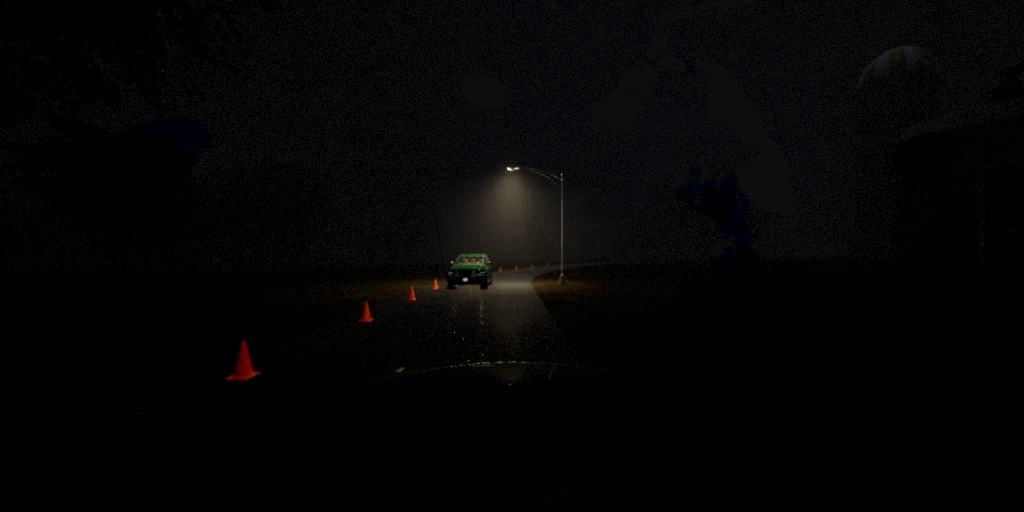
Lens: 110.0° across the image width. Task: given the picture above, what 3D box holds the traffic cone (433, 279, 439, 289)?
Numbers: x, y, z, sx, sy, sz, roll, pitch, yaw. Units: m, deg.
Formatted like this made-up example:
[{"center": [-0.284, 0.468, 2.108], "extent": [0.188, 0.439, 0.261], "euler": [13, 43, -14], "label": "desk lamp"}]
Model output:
[{"center": [-4.454, 1.616, 20.917], "extent": [0.340, 0.580, 0.340], "euler": [0, 0, 0], "label": "traffic cone"}]

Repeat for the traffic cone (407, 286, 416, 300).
[{"center": [-4.446, 1.641, 15.917], "extent": [0.340, 0.580, 0.340], "euler": [0, 0, 0], "label": "traffic cone"}]

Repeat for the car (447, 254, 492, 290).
[{"center": [-2.417, 0.877, 21.667], "extent": [2.150, 2.045, 5.566], "euler": [0, 0, 1], "label": "car"}]

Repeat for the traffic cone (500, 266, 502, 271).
[{"center": [-1.314, 1.463, 41.382], "extent": [0.340, 0.580, 0.340], "euler": [0, 0, 19], "label": "traffic cone"}]

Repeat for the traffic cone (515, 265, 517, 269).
[{"center": [0.564, 1.395, 46.245], "extent": [0.340, 0.580, 0.340], "euler": [0, 0, 24], "label": "traffic cone"}]

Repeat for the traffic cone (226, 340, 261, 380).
[{"center": [-4.429, 1.692, 5.917], "extent": [0.340, 0.580, 0.340], "euler": [0, 0, 0], "label": "traffic cone"}]

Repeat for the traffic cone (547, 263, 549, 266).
[{"center": [5.546, 1.219, 55.392], "extent": [0.340, 0.580, 0.340], "euler": [0, 0, 34], "label": "traffic cone"}]

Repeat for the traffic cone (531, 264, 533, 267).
[{"center": [2.857, 1.313, 50.927], "extent": [0.340, 0.580, 0.340], "euler": [0, 0, 29], "label": "traffic cone"}]

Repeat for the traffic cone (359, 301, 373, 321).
[{"center": [-4.438, 1.666, 10.917], "extent": [0.340, 0.580, 0.340], "euler": [0, 0, 0], "label": "traffic cone"}]
